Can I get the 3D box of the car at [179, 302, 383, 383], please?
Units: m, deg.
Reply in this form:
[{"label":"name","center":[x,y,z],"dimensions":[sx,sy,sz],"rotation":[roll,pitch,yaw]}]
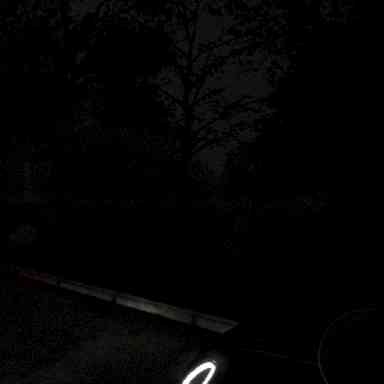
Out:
[{"label":"car","center":[2.012,1.350,1.941],"dimensions":[4.553,1.767,2.097],"rotation":[0,0,36]}]
